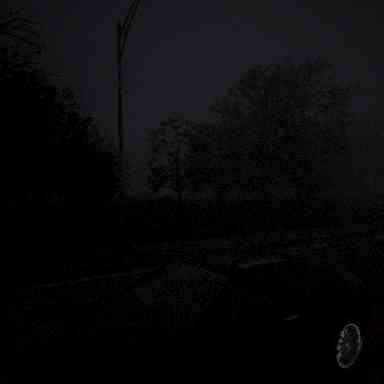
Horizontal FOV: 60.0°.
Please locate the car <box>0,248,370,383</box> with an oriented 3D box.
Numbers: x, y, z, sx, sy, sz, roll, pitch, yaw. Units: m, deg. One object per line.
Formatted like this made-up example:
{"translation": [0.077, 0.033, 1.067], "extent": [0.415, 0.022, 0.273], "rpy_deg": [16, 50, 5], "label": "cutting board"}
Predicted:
{"translation": [0.340, 1.498, 4.066], "extent": [4.674, 1.442, 1.812], "rpy_deg": [-1, 0, -34], "label": "car"}
